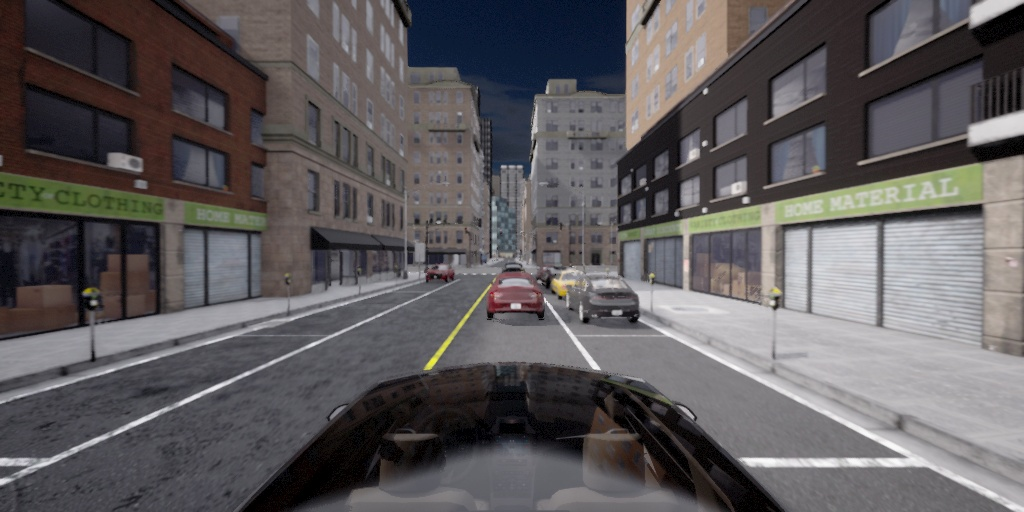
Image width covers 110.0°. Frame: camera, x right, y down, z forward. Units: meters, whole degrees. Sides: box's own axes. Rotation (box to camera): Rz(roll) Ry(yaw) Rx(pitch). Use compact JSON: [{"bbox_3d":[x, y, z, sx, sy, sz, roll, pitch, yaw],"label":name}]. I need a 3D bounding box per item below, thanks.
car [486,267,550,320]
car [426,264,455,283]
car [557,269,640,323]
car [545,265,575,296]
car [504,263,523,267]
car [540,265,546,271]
[{"bbox_3d":[0.102,1.287,12.634,1.812,1.442,4.674,0,0,0],"label":"car"},{"bbox_3d":[-5.658,1.317,28.739,1.888,1.381,4.507,0,0,0],"label":"car"},{"bbox_3d":[2.876,1.311,11.979,2.007,1.370,4.403,0,0,0],"label":"car"},{"bbox_3d":[2.880,1.290,17.735,1.751,1.417,4.829,0,0,0],"label":"car"},{"bbox_3d":[0.110,1.276,27.834,1.837,1.490,4.892,0,0,0],"label":"car"},{"bbox_3d":[2.884,1.334,23.151,1.948,1.339,4.313,0,0,0],"label":"car"}]
